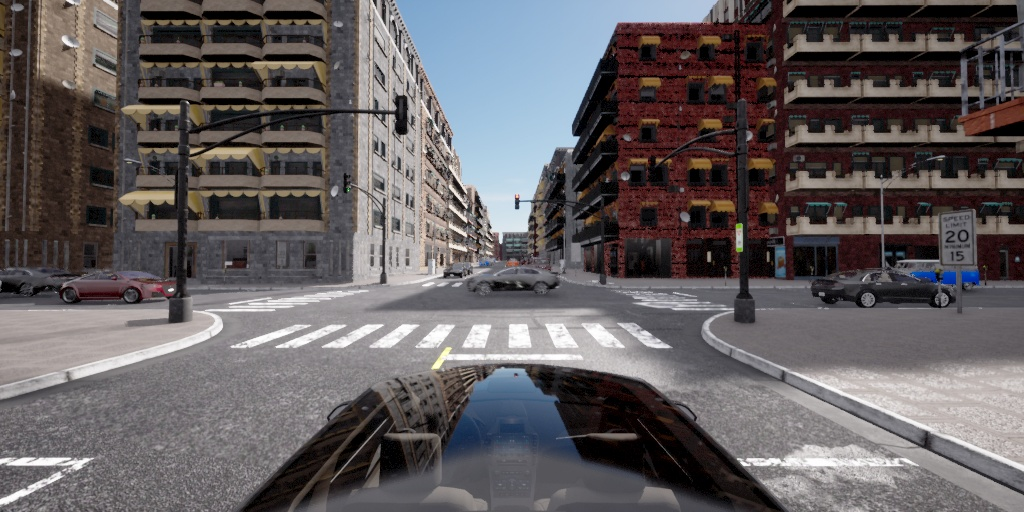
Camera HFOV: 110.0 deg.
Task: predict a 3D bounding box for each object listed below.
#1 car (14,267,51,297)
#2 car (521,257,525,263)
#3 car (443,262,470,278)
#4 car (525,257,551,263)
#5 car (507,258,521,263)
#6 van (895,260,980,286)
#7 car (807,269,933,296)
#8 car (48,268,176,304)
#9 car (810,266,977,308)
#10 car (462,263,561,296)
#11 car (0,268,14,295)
[{"bbox_3d":[-25.829,1.356,18.967,4.902,1.511,2.128,0,-1,0],"label":"car"},{"bbox_3d":[2.625,1.086,44.819,2.192,1.841,5.009,0,0,0],"label":"car"},{"bbox_3d":[-5.271,1.328,33.661,1.948,1.339,4.313,0,0,0],"label":"car"},{"bbox_3d":[2.610,1.077,33.695,2.192,1.841,5.009,0,0,0],"label":"car"},{"bbox_3d":[0.180,1.172,62.473,2.097,1.767,4.553,0,0,0],"label":"car"},{"bbox_3d":[24.929,1.115,21.224,3.998,1.789,1.690,0,0,0],"label":"van"},{"bbox_3d":[18.598,1.337,18.798,4.718,1.301,1.895,0,-1,0],"label":"car"},{"bbox_3d":[-17.188,1.340,15.984,4.181,1.385,1.994,0,-1,0],"label":"car"},{"bbox_3d":[13.761,1.185,13.387,4.403,1.370,2.007,0,0,0],"label":"car"},{"bbox_3d":[0.084,1.278,18.870,4.902,1.511,2.128,0,-1,0],"label":"car"},{"bbox_3d":[-26.677,1.027,16.026,5.566,2.045,2.150,0,-1,0],"label":"car"}]
